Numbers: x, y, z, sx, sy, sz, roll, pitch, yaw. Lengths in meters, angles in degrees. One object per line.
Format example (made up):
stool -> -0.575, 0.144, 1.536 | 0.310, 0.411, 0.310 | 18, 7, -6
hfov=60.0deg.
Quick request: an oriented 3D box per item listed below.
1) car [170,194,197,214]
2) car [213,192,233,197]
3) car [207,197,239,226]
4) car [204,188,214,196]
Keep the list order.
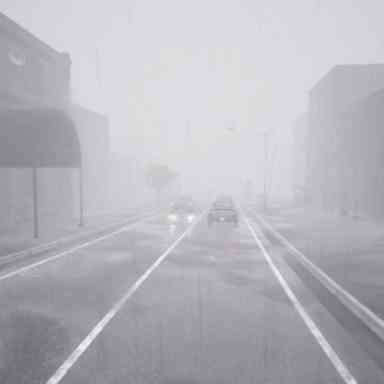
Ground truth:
car -> -0.725, 1.001, 30.958 | 2.097, 1.767, 4.553 | 1, 1, 6
car -> 4.175, 0.942, 42.109 | 2.128, 1.511, 4.902 | 1, 1, 6
car -> 2.029, 1.325, 21.826 | 2.128, 1.511, 4.902 | 1, 1, 6
car -> 3.805, -0.130, 72.508 | 2.097, 1.767, 4.553 | 1, 2, 6
